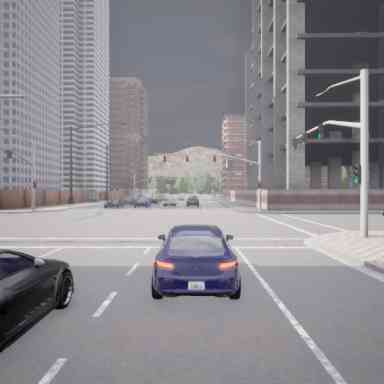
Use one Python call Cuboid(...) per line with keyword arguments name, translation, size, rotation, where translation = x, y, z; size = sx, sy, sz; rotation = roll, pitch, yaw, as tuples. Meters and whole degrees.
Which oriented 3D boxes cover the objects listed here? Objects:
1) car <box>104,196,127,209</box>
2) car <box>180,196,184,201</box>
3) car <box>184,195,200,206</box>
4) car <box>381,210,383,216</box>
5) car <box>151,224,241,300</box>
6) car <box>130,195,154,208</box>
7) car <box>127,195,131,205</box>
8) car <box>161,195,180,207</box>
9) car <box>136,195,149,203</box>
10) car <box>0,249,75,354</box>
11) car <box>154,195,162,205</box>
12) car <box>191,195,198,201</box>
Cuboid(name="car", translation=(-10.643, 1.564, 45.545), size=(1.994, 1.385, 4.181), rotation=(0, 0, 1))
Cuboid(name="car", translation=(-2.833, 1.595, 85.903), size=(1.895, 1.301, 4.718), rotation=(0, 0, 1))
Cuboid(name="car", translation=(0.187, 1.491, 53.720), size=(2.128, 1.511, 4.902), rotation=(0, 0, 1))
Cuboid(name="car", translation=(18.885, 1.547, 27.727), size=(5.357, 1.411, 2.033), rotation=(0, 0, 1))
Cuboid(name="car", translation=(0.093, 1.526, 8.296), size=(1.812, 1.442, 4.674), rotation=(0, 0, 0))
Cuboid(name="car", translation=(-7.104, 1.477, 48.046), size=(1.882, 1.535, 5.008), rotation=(0, 0, 1))
Cuboid(name="car", translation=(-10.498, 1.354, 54.107), size=(2.097, 1.767, 4.553), rotation=(0, 0, 1))
Cuboid(name="car", translation=(-3.343, 1.600, 52.194), size=(1.895, 1.301, 4.718), rotation=(0, 0, 1))
Cuboid(name="car", translation=(-10.147, 1.478, 68.665), size=(1.882, 1.535, 5.008), rotation=(0, 0, 1))
Cuboid(name="car", translation=(-3.429, 1.564, 5.214), size=(1.994, 1.385, 4.181), rotation=(0, 0, 1))
Cuboid(name="car", translation=(-6.906, 1.601, 58.400), size=(1.895, 1.301, 4.718), rotation=(0, 0, 1))
Cuboid(name="car", translation=(0.670, 1.524, 85.990), size=(1.812, 1.442, 4.674), rotation=(0, 0, 1))
